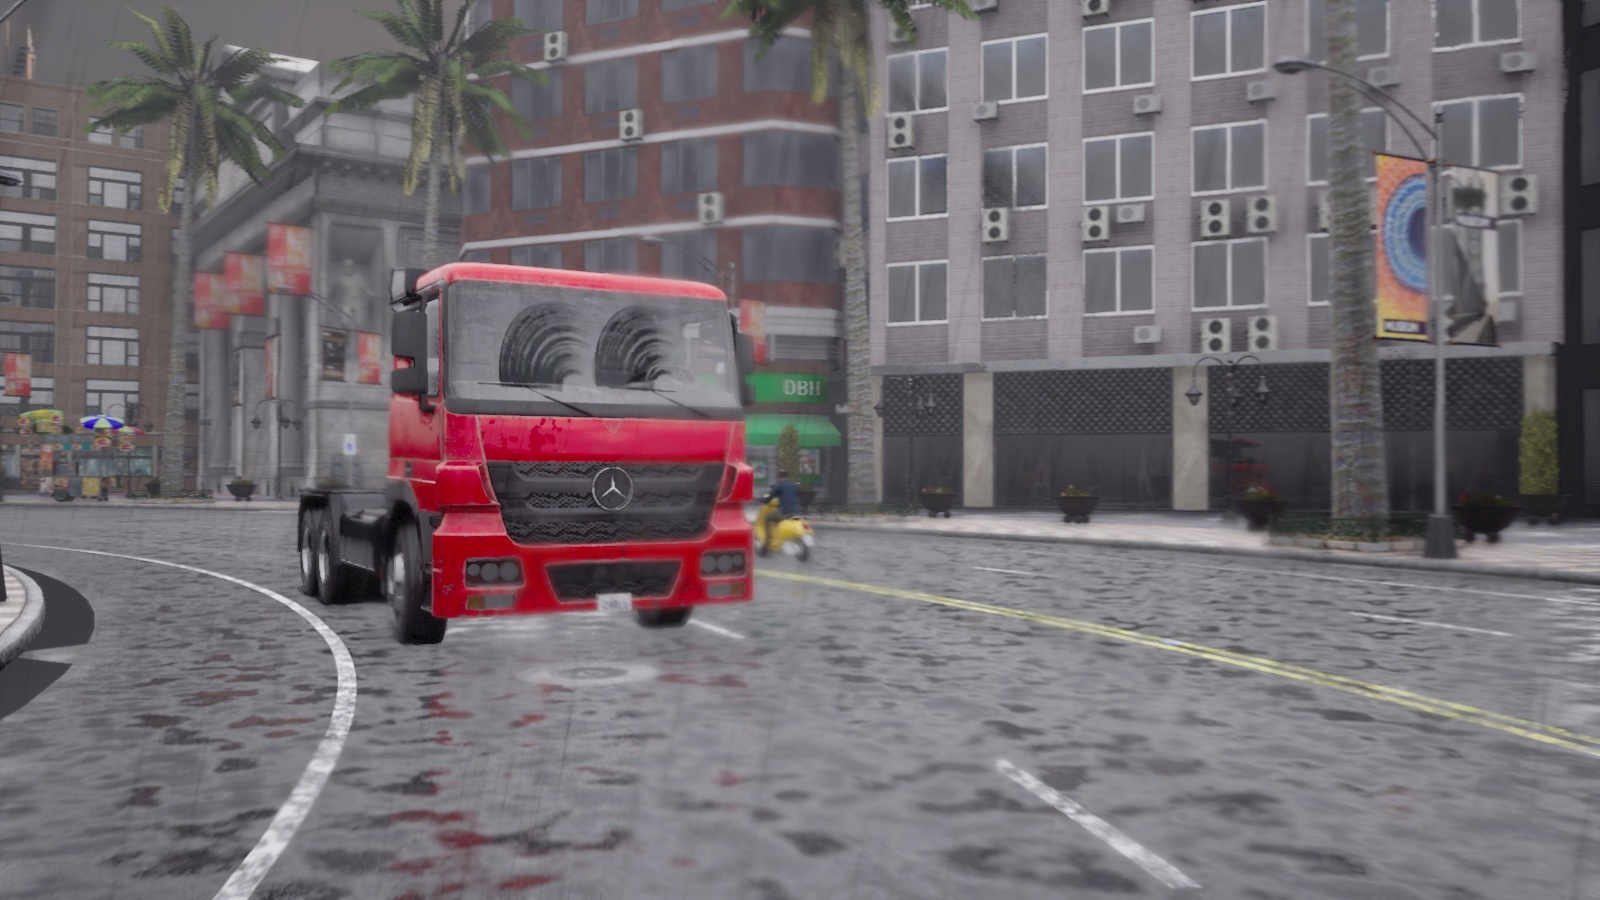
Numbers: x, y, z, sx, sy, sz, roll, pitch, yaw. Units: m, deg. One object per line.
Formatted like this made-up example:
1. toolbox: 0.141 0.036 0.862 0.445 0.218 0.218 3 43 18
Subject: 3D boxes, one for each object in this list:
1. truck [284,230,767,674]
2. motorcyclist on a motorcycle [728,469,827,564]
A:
1. truck: -3.566 0.086 13.942 2.891 3.462 7.936 0 -1 -31
2. motorcyclist on a motorcycle: -0.412 1.141 22.087 0.866 1.590 1.817 0 -1 -34
